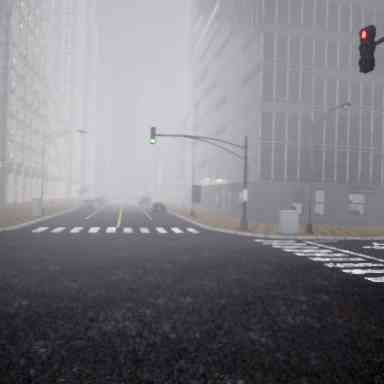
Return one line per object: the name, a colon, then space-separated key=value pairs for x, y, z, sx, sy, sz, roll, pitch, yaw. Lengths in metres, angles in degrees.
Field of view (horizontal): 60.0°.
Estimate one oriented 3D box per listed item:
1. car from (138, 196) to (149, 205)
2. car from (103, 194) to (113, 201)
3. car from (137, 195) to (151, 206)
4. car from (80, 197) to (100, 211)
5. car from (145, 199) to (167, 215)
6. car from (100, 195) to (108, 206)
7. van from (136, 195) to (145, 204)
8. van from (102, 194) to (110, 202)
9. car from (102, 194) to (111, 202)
car: x=-9.376 y=1.704 z=64.170 sx=1.967 sy=1.590 sz=4.097 roll=2 pitch=0 yaw=-11
car: x=-22.578 y=1.408 z=89.696 sx=2.192 sy=1.841 sz=5.009 roll=2 pitch=0 yaw=-11
car: x=-8.276 y=1.570 z=58.753 sx=2.192 sy=1.841 sz=5.009 roll=2 pitch=0 yaw=-11
car: x=-12.714 y=1.587 z=40.935 sx=1.802 sy=1.307 sz=4.206 roll=2 pitch=0 yaw=-11
car: x=-3.847 y=1.776 z=37.091 sx=1.947 sy=1.339 sz=4.313 roll=2 pitch=0 yaw=-11
car: x=-16.004 y=1.603 z=57.188 sx=1.947 sy=1.339 sz=4.313 roll=2 pitch=0 yaw=-11
van: x=-11.568 y=1.624 z=75.006 sx=1.690 sy=1.788 sz=3.998 roll=2 pitch=0 yaw=-11
van: x=-20.385 y=1.416 z=78.861 sx=1.690 sy=1.788 sz=3.998 roll=2 pitch=0 yaw=-11
car: x=-18.194 y=1.496 z=68.025 sx=1.967 sy=1.590 sz=4.097 roll=2 pitch=0 yaw=-11
